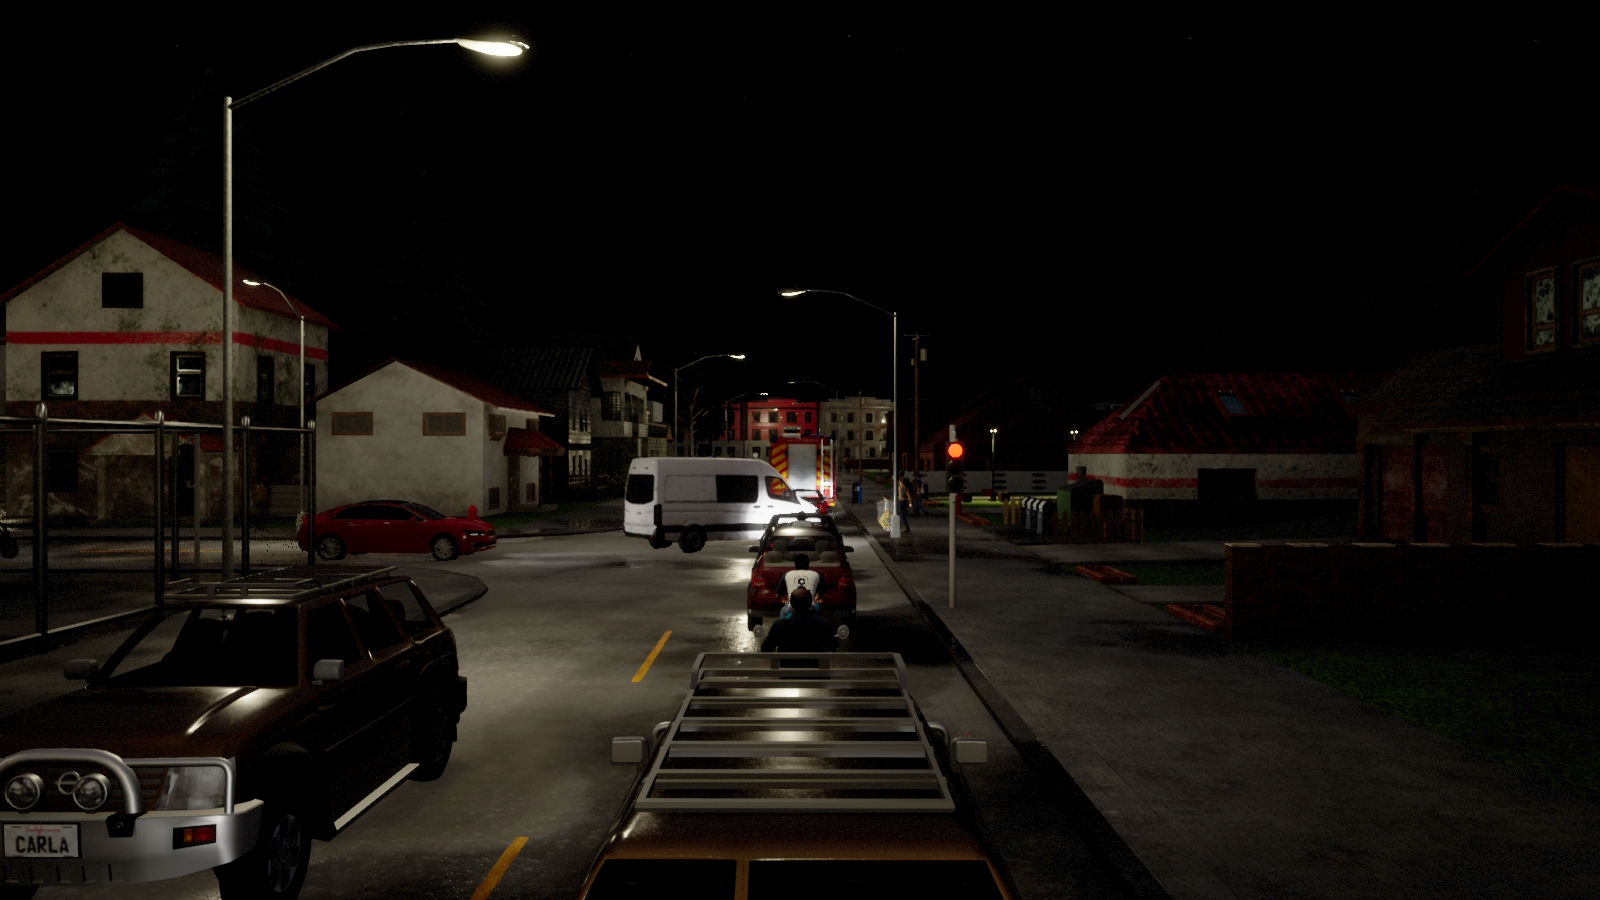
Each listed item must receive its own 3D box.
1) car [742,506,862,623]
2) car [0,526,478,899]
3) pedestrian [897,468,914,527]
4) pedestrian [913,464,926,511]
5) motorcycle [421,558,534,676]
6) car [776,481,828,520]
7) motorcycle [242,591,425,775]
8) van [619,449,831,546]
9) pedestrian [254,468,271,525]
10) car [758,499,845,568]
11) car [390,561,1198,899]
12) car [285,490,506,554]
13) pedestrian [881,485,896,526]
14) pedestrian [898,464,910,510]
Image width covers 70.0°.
[{"bbox_3d":[0.027,1.798,18.824,1.789,1.549,3.705,0,0,0],"label":"car"},{"bbox_3d":[-3.983,1.640,8.349,1.932,1.855,4.605,0,0,0],"label":"car"},{"bbox_3d":[3.370,1.512,36.473,0.375,1.860,0.375,0,0,-39],"label":"pedestrian"},{"bbox_3d":[4.757,1.507,45.566,0.375,1.860,0.375,0,0,33],"label":"pedestrian"},{"bbox_3d":[-3.894,1.987,13.966,0.803,1.145,2.033,0,0,0],"label":"motorcycle"},{"bbox_3d":[0.077,1.918,44.090,1.895,1.301,4.718,0,0,0],"label":"car"},{"bbox_3d":[-3.994,1.958,9.954,0.856,1.236,1.805,0,0,0],"label":"motorcycle"},{"bbox_3d":[-2.055,1.299,32.657,5.915,2.561,1.988,1,-1,-36],"label":"van"},{"bbox_3d":[-17.656,1.510,37.526,0.375,1.860,0.375,0,0,1],"label":"pedestrian"},{"bbox_3d":[0.043,1.925,27.237,1.895,1.301,4.718,0,0,0],"label":"car"},{"bbox_3d":[-0.006,1.641,5.035,1.932,1.855,4.605,0,0,0],"label":"car"},{"bbox_3d":[-10.298,1.831,29.374,4.892,1.480,2.231,0,0,2],"label":"car"},{"bbox_3d":[2.857,1.790,36.966,0.375,1.300,0.375,0,0,31],"label":"pedestrian"},{"bbox_3d":[4.208,1.506,46.284,0.375,1.860,0.375,0,0,36],"label":"pedestrian"}]
